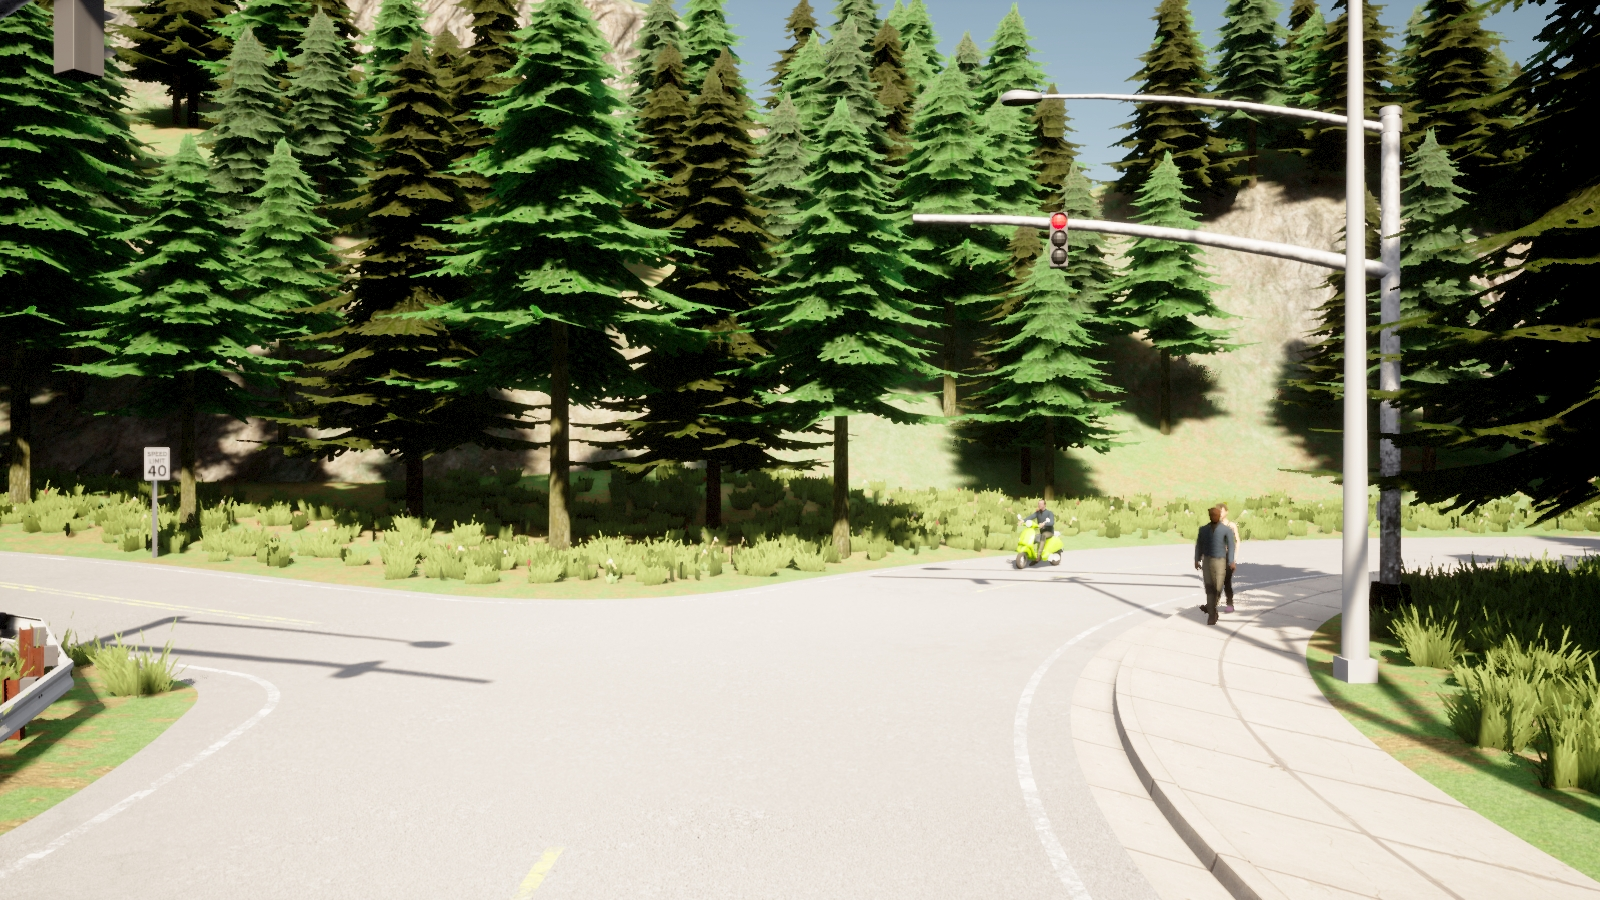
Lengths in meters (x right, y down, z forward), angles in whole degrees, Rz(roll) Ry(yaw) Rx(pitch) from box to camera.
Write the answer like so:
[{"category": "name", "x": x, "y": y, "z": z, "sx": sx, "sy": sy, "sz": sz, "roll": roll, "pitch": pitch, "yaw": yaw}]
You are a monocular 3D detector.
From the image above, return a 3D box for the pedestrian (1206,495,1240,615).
[{"category": "pedestrian", "x": 6.780, "y": 1.668, "z": 18.309, "sx": 0.375, "sy": 1.860, "sz": 0.375, "roll": 0, "pitch": 0, "yaw": -43}]

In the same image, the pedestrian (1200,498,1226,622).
[{"category": "pedestrian", "x": 6.328, "y": 1.668, "z": 17.494, "sx": 0.375, "sy": 1.860, "sz": 0.375, "roll": 0, "pitch": 0, "yaw": 21}]

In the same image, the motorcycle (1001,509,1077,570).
[{"category": "motorcycle", "x": 5.702, "y": 2.113, "z": 27.217, "sx": 1.805, "sy": 1.316, "sz": 0.856, "roll": 0, "pitch": 0, "yaw": -41}]
